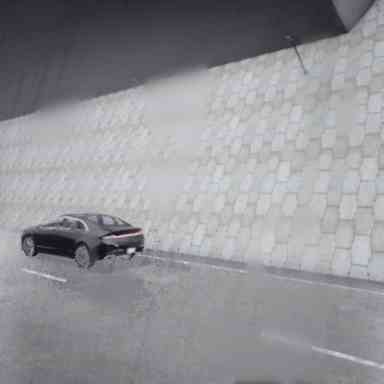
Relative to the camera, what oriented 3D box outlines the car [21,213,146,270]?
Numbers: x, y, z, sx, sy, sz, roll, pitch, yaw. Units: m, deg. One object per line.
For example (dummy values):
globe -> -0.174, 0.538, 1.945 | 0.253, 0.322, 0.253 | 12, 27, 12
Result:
car -> -3.702, 1.448, 10.936 | 4.902, 1.511, 2.128 | 0, 0, 36
